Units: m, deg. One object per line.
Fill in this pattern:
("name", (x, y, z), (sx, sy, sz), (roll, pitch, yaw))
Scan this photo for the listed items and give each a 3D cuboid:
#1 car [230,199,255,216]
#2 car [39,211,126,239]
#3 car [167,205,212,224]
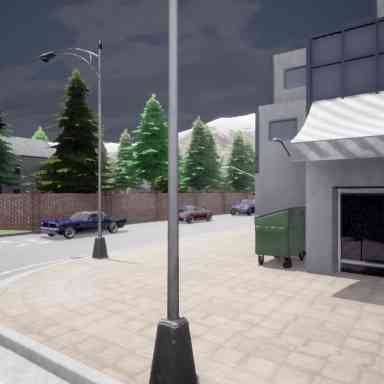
("car", (5.873, 1.528, 35.098), (2.097, 1.767, 4.553), (0, 0, 37))
("car", (-6.100, 1.777, 18.949), (1.895, 1.301, 4.718), (0, 0, 37))
("car", (-0.118, 1.740, 27.015), (1.994, 1.385, 4.181), (0, 0, 37))
